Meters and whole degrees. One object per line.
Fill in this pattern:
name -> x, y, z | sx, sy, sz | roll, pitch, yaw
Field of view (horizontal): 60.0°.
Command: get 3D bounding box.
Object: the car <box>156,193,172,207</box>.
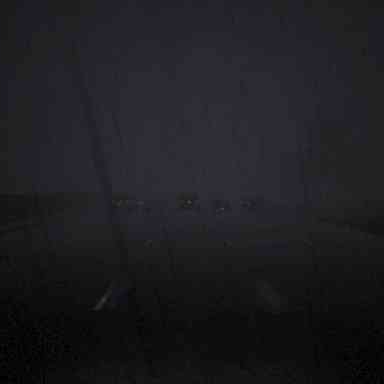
car -> -4.023, 1.119, 46.364 | 2.150, 2.045, 5.566 | 0, 0, 0

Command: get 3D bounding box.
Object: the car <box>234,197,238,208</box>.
car -> 6.486, 1.448, 45.495 | 2.033, 1.411, 5.357 | 0, 0, 0

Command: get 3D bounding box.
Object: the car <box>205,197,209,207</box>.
car -> 2.983, 1.398, 48.064 | 1.837, 1.490, 4.892 | 0, 0, 0

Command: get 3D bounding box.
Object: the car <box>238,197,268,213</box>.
car -> 6.607, 1.274, 35.401 | 2.097, 1.767, 4.553 | 0, 0, 0

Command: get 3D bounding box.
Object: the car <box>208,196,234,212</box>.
car -> 3.137, 1.426, 36.952 | 1.837, 1.490, 4.892 | 0, 1, 0

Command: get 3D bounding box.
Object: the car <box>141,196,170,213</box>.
car -> -3.814, 1.470, 35.343 | 2.033, 1.411, 5.357 | 0, 0, -1

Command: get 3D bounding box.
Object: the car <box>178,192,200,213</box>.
car -> -0.311, 1.142, 35.168 | 2.150, 2.045, 5.566 | 0, 0, -1

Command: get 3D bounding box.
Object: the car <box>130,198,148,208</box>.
car -> -7.510, 1.497, 47.462 | 1.895, 1.301, 4.718 | 0, 0, 0

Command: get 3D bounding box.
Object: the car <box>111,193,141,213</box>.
car -> -7.326, 1.145, 36.303 | 2.150, 2.045, 5.566 | 0, 1, -1

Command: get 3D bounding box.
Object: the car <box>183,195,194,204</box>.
car -> -0.583, 1.351, 58.168 | 1.882, 1.535, 5.008 | 0, -1, -1
